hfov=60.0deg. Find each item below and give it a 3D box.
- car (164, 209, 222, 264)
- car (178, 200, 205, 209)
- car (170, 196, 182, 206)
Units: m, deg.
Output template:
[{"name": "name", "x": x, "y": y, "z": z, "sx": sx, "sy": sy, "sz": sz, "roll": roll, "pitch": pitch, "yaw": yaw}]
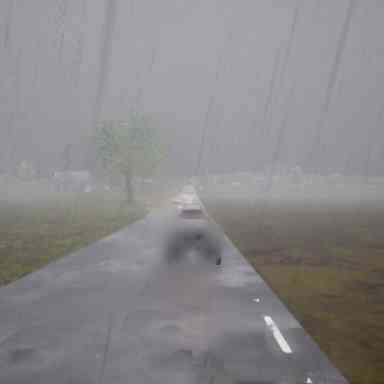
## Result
[{"name": "car", "x": 0.047, "y": 1.623, "z": 12.317, "sx": 1.837, "sy": 1.490, "sz": 4.892, "roll": 0, "pitch": 0, "yaw": 0}, {"name": "car", "x": 0.060, "y": 1.727, "z": 28.486, "sx": 1.882, "sy": 1.535, "sz": 5.008, "roll": 0, "pitch": 0, "yaw": 1}, {"name": "car", "x": -2.782, "y": 1.519, "z": 58.570, "sx": 1.882, "sy": 1.535, "sz": 5.008, "roll": 0, "pitch": 1, "yaw": 1}]
